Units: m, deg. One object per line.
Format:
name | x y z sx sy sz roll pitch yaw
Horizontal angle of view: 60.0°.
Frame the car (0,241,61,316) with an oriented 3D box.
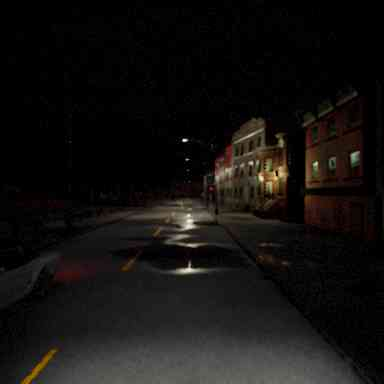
car | -4.099 1.627 5.841 1.895 1.301 4.718 0 0 0
